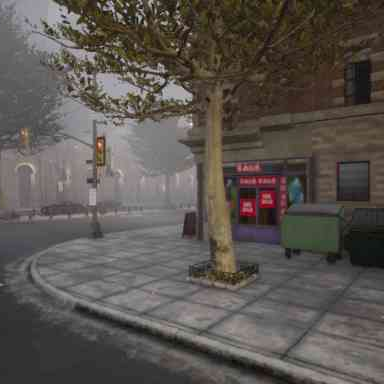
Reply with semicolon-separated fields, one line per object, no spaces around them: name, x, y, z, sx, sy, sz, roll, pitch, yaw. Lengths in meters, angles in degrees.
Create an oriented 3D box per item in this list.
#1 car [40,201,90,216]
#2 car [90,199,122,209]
car;-12.697;1.561;32.877;1.994;1.385;4.181;0;0;36
car;-11.936;1.591;45.164;1.895;1.301;4.718;0;0;36
